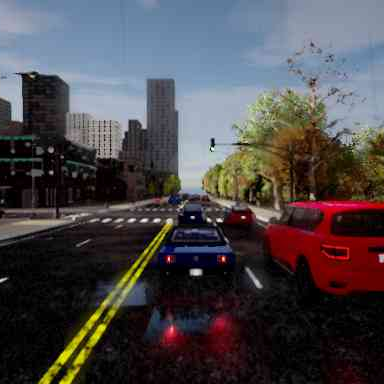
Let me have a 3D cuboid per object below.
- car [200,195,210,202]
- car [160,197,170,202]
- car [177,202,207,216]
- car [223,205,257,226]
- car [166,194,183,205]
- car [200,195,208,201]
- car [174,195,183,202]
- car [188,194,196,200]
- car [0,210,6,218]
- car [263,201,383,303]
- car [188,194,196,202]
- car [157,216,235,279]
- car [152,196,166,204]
[{"bbox_3d":[3.246,1.533,82.241,2.097,1.767,4.553,0,0,0],"label":"car"},{"bbox_3d":[-6.502,1.778,80.703,1.895,1.301,4.718,0,0,0],"label":"car"},{"bbox_3d":[0.017,1.621,23.724,1.994,1.385,4.181,0,0,-1],"label":"car"},{"bbox_3d":[3.349,1.621,23.669,1.994,1.385,4.181,0,0,0],"label":"car"},{"bbox_3d":[-3.265,1.369,65.192,2.150,2.045,5.566,0,0,0],"label":"car"},{"bbox_3d":[3.246,1.564,92.273,2.128,1.511,4.902,0,0,0],"label":"car"},{"bbox_3d":[-3.252,1.538,80.736,2.097,1.767,4.553,0,0,0],"label":"car"},{"bbox_3d":[-0.004,1.394,92.243,2.097,1.767,4.553,0,0,0],"label":"car"},{"bbox_3d":[-19.955,1.893,31.418,4.313,1.339,1.947,-1,1,0],"label":"car"},{"bbox_3d":[3.349,1.241,8.369,2.150,2.045,5.566,0,0,0],"label":"car"},{"bbox_3d":[-0.004,1.717,81.854,2.033,1.411,5.357,0,0,0],"label":"car"},{"bbox_3d":[0.101,1.625,10.107,1.895,1.301,4.718,0,0,0],"label":"car"},{"bbox_3d":[-6.518,1.502,65.297,2.097,1.767,4.553,0,0,0],"label":"car"}]
